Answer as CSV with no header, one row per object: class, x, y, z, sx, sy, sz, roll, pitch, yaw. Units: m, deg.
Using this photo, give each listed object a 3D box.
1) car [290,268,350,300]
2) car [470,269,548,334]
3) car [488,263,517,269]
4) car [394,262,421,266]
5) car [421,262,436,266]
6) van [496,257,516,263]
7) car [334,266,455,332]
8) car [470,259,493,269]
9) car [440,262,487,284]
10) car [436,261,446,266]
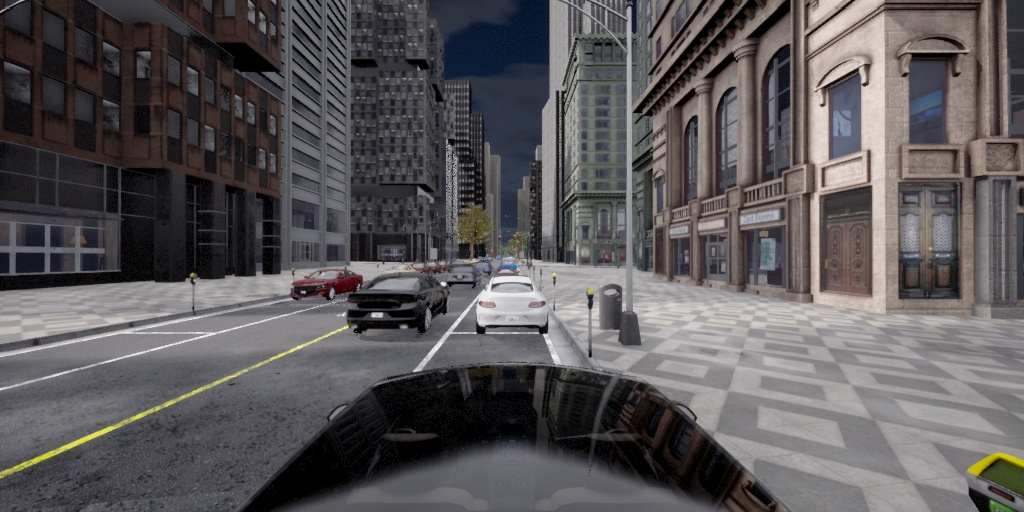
car,-8.919,1.296,17.578,1.888,1.381,4.507,0,0,0
car,0.003,1.276,10.500,1.812,1.442,4.674,0,0,0
car,-0.373,1.334,23.087,1.802,1.307,4.207,0,0,0
car,-8.921,1.278,28.459,1.751,1.417,4.829,0,0,0
car,-8.922,1.298,34.154,1.888,1.381,4.507,0,0,0
van,-0.371,1.094,34.137,1.690,1.789,3.998,0,0,0
car,-3.144,1.228,10.849,1.882,1.535,5.008,0,0,0
car,-3.080,1.302,38.833,2.033,1.411,5.357,0,0,0
car,-3.081,1.300,23.815,2.033,1.411,5.357,0,0,0
car,-8.923,1.299,39.680,1.888,1.381,4.507,0,0,0
